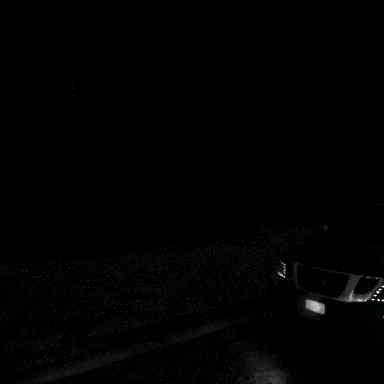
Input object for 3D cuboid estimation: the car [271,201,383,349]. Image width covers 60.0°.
[{"bbox_3d":[3.944,1.218,6.174,5.566,2.045,2.150,0,0,-35],"label":"car"}]
